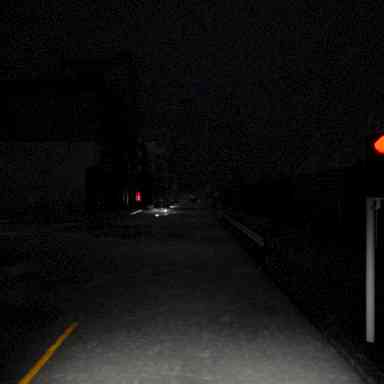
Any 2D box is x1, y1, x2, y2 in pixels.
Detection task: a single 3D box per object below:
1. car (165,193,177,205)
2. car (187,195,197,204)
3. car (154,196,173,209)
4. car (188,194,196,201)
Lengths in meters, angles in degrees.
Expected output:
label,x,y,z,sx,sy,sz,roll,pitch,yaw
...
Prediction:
label,x,y,z,sx,sy,sz,roll,pitch,yaw
car,-4.052,1.352,55.461,2.097,1.767,4.553,0,0,0
car,0.040,1.491,66.313,2.128,1.511,4.902,0,0,0
car,-4.066,1.564,45.730,1.994,1.385,4.181,0,0,0
car,0.044,1.310,76.733,1.882,1.535,5.008,0,0,0
